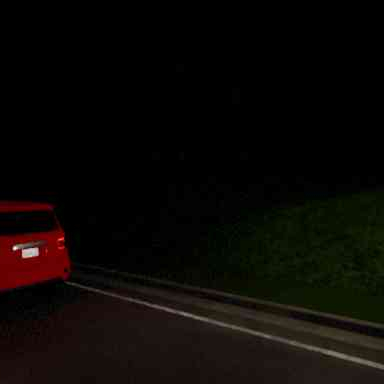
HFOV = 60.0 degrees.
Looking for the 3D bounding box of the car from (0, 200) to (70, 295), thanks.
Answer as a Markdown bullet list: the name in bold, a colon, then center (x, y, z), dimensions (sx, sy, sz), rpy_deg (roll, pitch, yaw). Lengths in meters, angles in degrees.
- **car**: center (-5.151, 1.217, 7.666), dimensions (5.566, 2.045, 2.150), rpy_deg (0, 0, 36)
